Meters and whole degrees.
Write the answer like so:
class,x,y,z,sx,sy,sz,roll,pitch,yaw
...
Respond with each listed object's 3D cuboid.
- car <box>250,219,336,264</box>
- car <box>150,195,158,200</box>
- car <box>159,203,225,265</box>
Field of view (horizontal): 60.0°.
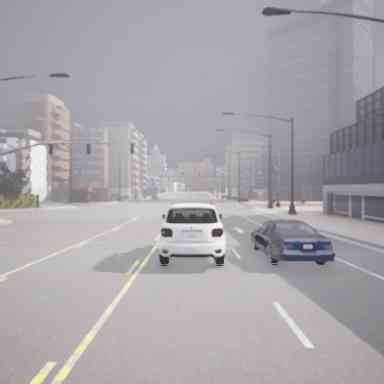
class,x,y,z,sx,sy,sz,roll,pitch,yaw
car,3.505,1.742,12.537,2.033,1.411,5.357,0,-1,0
car,-10.513,1.552,93.467,1.837,1.490,4.892,0,0,0
car,0.006,1.420,12.626,2.150,2.045,5.566,0,-1,0
